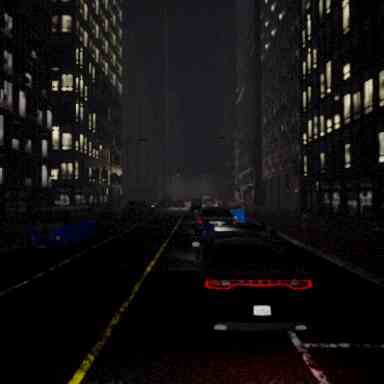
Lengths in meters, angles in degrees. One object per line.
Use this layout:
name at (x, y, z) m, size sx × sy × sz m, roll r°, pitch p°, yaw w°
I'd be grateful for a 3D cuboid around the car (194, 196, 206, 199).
car at (0.842, 1.874, 57.537) m, size 2.097 × 1.767 × 4.553 m, roll 0°, pitch 0°, yaw 1°

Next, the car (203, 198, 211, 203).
car at (3.974, 2.282, 88.095) m, size 1.887 × 1.381 × 4.507 m, roll 0°, pitch 0°, yaw 1°

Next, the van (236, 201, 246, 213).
van at (3.086, 1.579, 25.567) m, size 1.690 × 1.788 × 3.998 m, roll 0°, pitch -1°, yaw 1°

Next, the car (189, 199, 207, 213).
car at (0.662, 1.974, 43.932) m, size 1.994 × 1.385 × 4.181 m, roll 0°, pitch 0°, yaw 1°

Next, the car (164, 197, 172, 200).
car at (-4.810, 2.108, 59.800) m, size 1.887 × 1.381 × 4.507 m, roll 0°, pitch 0°, yaw 1°

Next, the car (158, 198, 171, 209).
car at (-4.891, 2.099, 54.116) m, size 1.802 × 1.307 × 4.206 m, roll 0°, pitch 0°, yaw 1°

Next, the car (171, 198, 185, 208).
car at (-2.150, 2.063, 57.970) m, size 1.812 × 1.442 × 4.674 m, roll 0°, pitch 0°, yaw 1°

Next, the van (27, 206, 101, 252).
van at (-5.456, 1.507, 14.321) m, size 1.690 × 1.788 × 3.998 m, roll 0°, pitch -1°, yaw 1°

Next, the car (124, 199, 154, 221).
car at (-5.213, 1.639, 31.377) m, size 2.192 × 1.841 × 5.009 m, roll 0°, pitch -1°, yaw 1°

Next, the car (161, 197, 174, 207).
car at (-4.728, 1.923, 65.487) m, size 2.192 × 1.841 × 5.009 m, roll 0°, pitch 0°, yaw 1°

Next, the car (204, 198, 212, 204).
car at (3.893, 2.281, 82.410) m, size 1.802 × 1.307 × 4.206 m, roll 0°, pitch 0°, yaw 1°

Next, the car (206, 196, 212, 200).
car at (3.653, 2.100, 65.526) m, size 1.752 × 1.417 × 4.829 m, roll 0°, pitch 0°, yaw 1°

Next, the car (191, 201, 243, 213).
car at (1.169, 1.518, 17.157) m, size 2.097 × 1.767 × 4.553 m, roll 0°, pitch -1°, yaw 1°

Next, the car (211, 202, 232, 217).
car at (3.247, 1.890, 36.934) m, size 2.008 × 1.369 × 4.403 m, roll 0°, pitch 0°, yaw 1°

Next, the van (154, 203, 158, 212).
van at (-5.132, 1.715, 37.062) m, size 1.690 × 1.788 × 3.998 m, roll 0°, pitch -1°, yaw 1°

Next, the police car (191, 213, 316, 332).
police car at (1.030, 1.496, 7.298) m, size 1.930 × 1.638 × 5.238 m, roll 0°, pitch -1°, yaw 1°

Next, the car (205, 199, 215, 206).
car at (3.731, 2.182, 71.041) m, size 1.947 × 1.339 × 4.313 m, roll 0°, pitch 0°, yaw 1°

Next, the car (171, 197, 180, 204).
car at (-4.405, 2.212, 88.227) m, size 1.967 × 1.590 × 4.097 m, roll 0°, pitch 0°, yaw 1°

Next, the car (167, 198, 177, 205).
car at (-4.567, 2.133, 76.857) m, size 1.967 × 1.590 × 4.097 m, roll 0°, pitch 0°, yaw 1°

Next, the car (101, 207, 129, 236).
car at (-5.376, 1.786, 20.004) m, size 1.947 × 1.339 × 4.313 m, roll 0°, pitch -1°, yaw 1°
